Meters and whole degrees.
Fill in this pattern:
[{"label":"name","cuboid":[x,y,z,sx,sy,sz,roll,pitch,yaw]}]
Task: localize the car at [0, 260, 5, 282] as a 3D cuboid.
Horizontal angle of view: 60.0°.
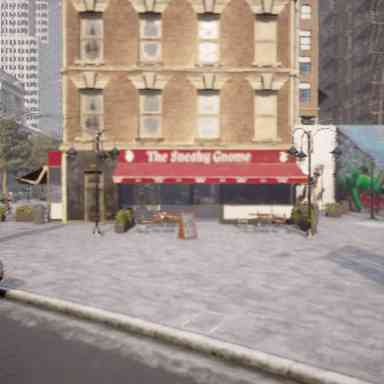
[{"label":"car","cuboid":[-6.117,1.525,6.823,4.718,1.301,1.895,0,1,29]}]
